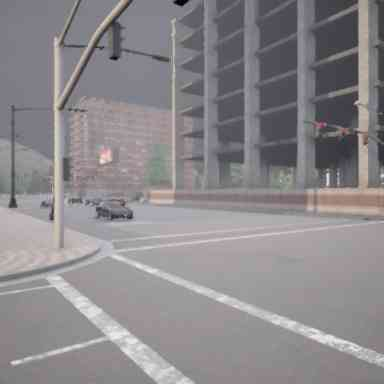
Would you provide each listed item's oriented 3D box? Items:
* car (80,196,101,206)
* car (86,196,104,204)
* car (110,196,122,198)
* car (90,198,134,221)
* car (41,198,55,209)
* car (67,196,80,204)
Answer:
[{"bbox_3d":[-15.330,1.450,52.131,2.128,1.511,4.902,0,0,-35],"label":"car"},{"bbox_3d":[-18.284,1.476,62.366,1.812,1.442,4.674,0,0,-35],"label":"car"},{"bbox_3d":[-12.480,1.428,54.073,1.882,1.535,5.008,0,0,-35],"label":"car"},{"bbox_3d":[-6.327,1.480,26.782,1.837,1.490,4.892,0,0,-35],"label":"car"},{"bbox_3d":[-19.329,1.500,45.430,1.812,1.442,4.674,0,0,-35],"label":"car"},{"bbox_3d":[-21.152,1.463,60.360,1.837,1.490,4.892,0,0,-35],"label":"car"}]
